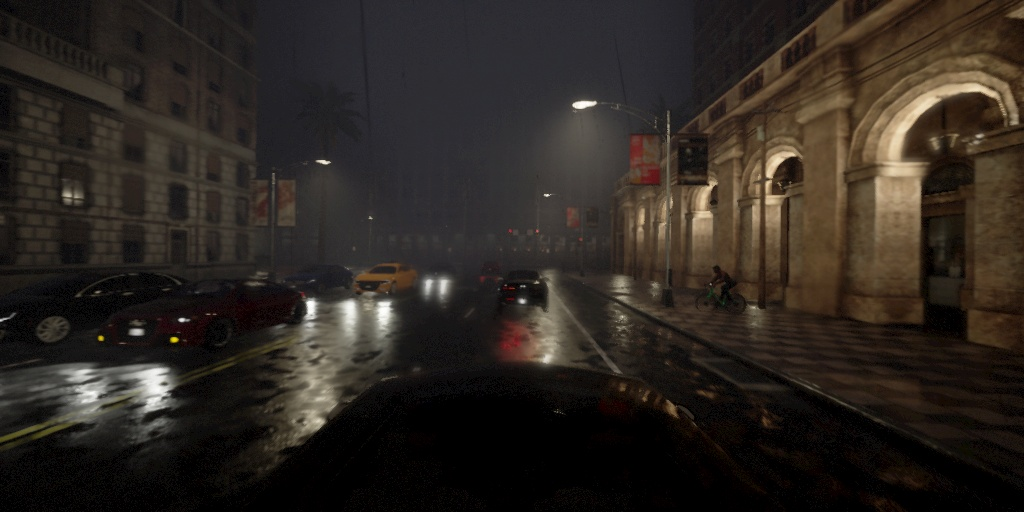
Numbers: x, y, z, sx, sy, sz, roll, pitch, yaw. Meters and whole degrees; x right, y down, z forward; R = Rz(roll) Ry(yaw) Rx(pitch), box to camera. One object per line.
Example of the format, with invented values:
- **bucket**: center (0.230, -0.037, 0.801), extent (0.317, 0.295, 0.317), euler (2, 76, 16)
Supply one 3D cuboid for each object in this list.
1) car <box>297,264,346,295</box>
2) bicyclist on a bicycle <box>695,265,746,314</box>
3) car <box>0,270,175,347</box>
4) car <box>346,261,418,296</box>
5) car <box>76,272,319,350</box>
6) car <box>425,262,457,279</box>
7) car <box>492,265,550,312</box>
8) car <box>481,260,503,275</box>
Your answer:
- **car**: center (-10.073, 1.161, 19.010), extent (1.812, 1.442, 4.674), euler (1, 0, 2)
- **bicyclist on a bicycle**: center (6.919, 1.130, 11.885), extent (1.656, 1.620, 0.582), euler (1, 0, 2)
- **car**: center (-10.425, 1.136, 9.000), extent (1.837, 1.490, 4.892), euler (1, 0, 2)
- **car**: center (-6.565, 1.153, 19.142), extent (1.882, 1.535, 5.008), euler (1, 0, 3)
- **car**: center (-6.935, 1.235, 8.674), extent (1.994, 1.385, 4.181), euler (1, 0, 2)
- **car**: center (-6.053, 1.245, 30.964), extent (1.994, 1.385, 4.181), euler (1, 0, 3)
- **car**: center (0.450, 1.260, 14.305), extent (1.837, 1.490, 4.892), euler (1, 0, 2)
- **car**: center (-2.097, 1.204, 38.418), extent (1.882, 1.535, 5.008), euler (1, 0, 3)
